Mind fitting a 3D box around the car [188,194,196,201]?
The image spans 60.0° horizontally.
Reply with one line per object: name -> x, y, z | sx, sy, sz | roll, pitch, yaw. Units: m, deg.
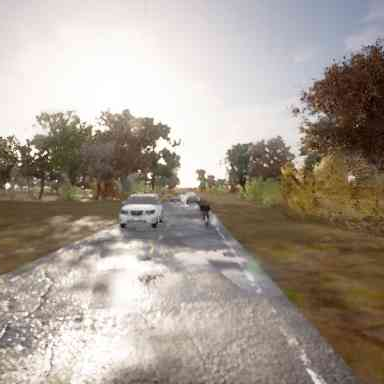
car -> -0.013, 1.221, 74.147 | 1.895, 1.301, 4.718 | 0, 0, 0

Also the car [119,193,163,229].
car -> -3.104, 1.124, 21.296 | 2.150, 2.045, 5.566 | 0, 0, 0

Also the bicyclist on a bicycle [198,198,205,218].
bicyclist on a bicycle -> 0.823, 1.322, 28.601 | 0.582, 1.620, 1.656 | 0, 0, 0

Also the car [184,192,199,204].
car -> 0.084, 1.222, 55.308 | 2.128, 1.511, 4.902 | 0, 0, 0

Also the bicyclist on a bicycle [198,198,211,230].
bicyclist on a bicycle -> 0.823, 1.282, 19.652 | 0.659, 1.776, 1.843 | 0, 0, 0

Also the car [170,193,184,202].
car -> -3.035, 1.254, 62.352 | 1.994, 1.385, 4.181 | 0, 0, 0
